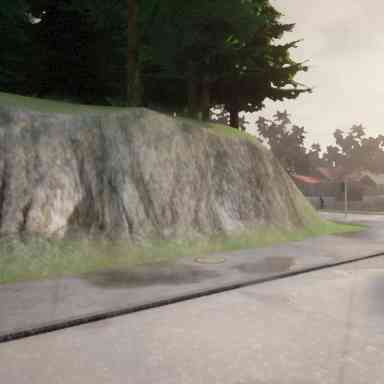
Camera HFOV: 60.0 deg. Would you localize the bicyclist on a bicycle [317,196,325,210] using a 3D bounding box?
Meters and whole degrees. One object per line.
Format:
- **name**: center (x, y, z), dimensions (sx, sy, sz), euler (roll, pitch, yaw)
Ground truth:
- **bicyclist on a bicycle**: center (15.522, 1.336, 39.962), dimensions (1.656, 1.620, 0.582), euler (0, 0, -36)
